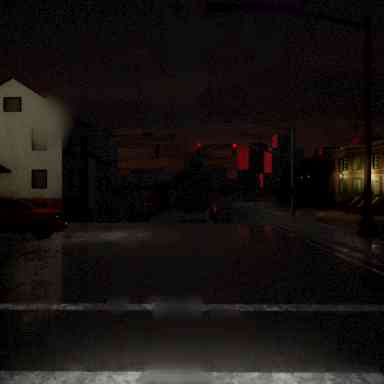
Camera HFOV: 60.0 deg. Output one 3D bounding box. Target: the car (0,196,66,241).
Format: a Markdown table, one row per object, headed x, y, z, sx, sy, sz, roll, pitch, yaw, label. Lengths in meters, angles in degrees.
| x | y | z | sx | sy | sz | roll | pitch | yaw | label |
| --- | --- | --- | --- | --- | --- | --- | --- | --- | --- |
| -8.957 | 1.223 | 15.816 | 5.566 | 2.045 | 2.150 | 0 | 0 | -16 | car |
